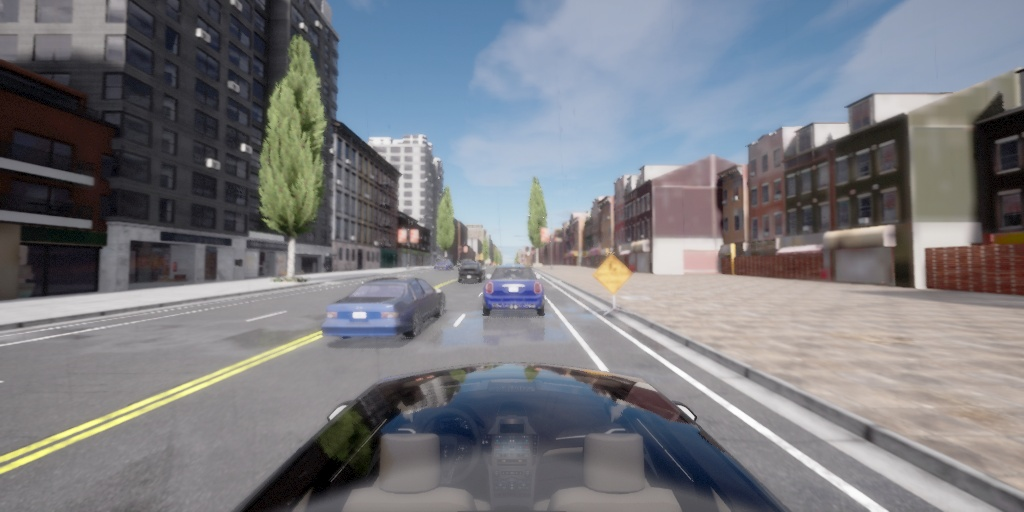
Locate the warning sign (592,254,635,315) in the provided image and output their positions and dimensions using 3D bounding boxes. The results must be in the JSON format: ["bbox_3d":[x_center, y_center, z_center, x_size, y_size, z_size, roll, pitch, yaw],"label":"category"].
[{"bbox_3d":[3.225,0.862,11.311,1.300,1.860,1.060,0,0,0],"label":"warning sign"}]

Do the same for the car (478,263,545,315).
[{"bbox_3d":[0.067,1.099,13.695,2.097,1.767,4.553,0,0,0],"label":"car"}]

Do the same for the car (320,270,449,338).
[{"bbox_3d":[-3.210,1.295,10.098,2.033,1.411,5.357,0,0,1],"label":"car"}]

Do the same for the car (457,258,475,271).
[{"bbox_3d":[-6.575,1.216,51.647,2.097,1.767,4.553,0,0,0],"label":"car"}]

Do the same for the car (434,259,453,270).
[{"bbox_3d":[-9.825,1.215,51.647,2.097,1.767,4.553,0,0,0],"label":"car"}]

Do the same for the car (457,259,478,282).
[{"bbox_3d":[-3.179,1.281,29.056,1.837,1.490,4.892,0,0,0],"label":"car"}]
